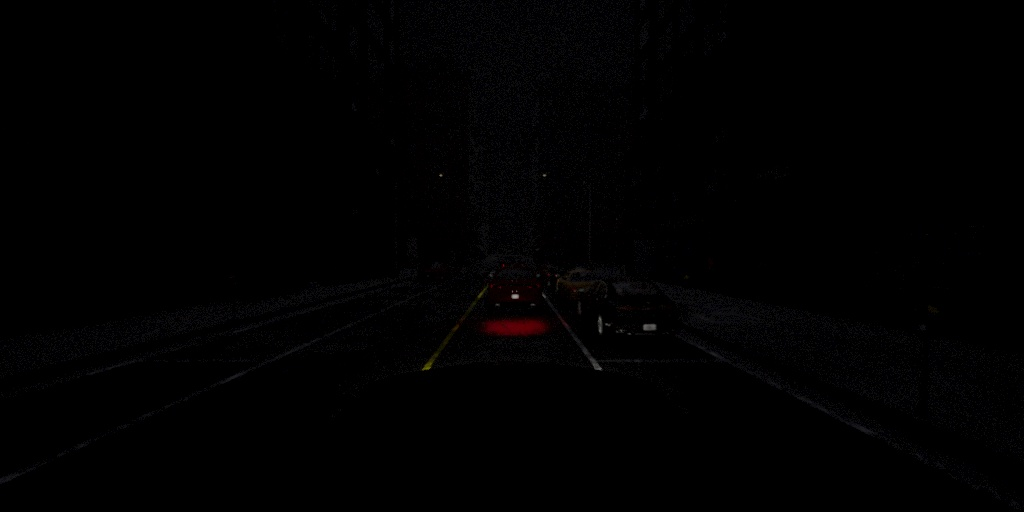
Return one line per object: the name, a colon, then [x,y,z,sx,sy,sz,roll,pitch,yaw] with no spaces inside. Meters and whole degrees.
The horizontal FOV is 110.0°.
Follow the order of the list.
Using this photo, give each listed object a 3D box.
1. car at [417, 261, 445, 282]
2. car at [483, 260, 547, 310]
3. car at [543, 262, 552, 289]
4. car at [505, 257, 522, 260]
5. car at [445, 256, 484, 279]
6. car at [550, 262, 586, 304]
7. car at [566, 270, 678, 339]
car: [-5.668,1.062,26.410,1.888,1.381,4.507,0,0,0]
car: [0.101,1.113,14.008,1.882,1.535,5.008,0,1,0]
car: [2.876,1.137,20.826,1.948,1.339,4.313,0,0,0]
car: [0.101,0.834,30.339,2.097,1.767,4.553,0,1,0]
car: [-2.999,0.705,24.268,1.994,1.385,4.181,0,1,0]
car: [2.875,1.150,15.410,1.751,1.417,4.829,0,0,0]
car: [2.873,1.227,9.654,2.007,1.370,4.403,0,0,0]
